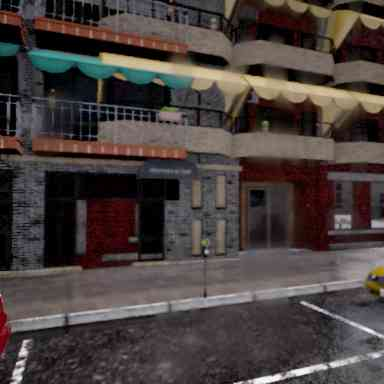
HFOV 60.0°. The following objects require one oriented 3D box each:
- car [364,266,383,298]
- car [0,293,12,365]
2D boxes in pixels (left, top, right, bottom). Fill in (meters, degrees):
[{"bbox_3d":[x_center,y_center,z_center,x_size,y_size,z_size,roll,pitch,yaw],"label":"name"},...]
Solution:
[{"bbox_3d":[6.107,1.698,7.410,4.829,1.417,1.752,0,-1,-20],"label":"car"},{"bbox_3d":[-4.327,1.596,3.525,4.097,1.590,1.967,0,-1,-20],"label":"car"}]
